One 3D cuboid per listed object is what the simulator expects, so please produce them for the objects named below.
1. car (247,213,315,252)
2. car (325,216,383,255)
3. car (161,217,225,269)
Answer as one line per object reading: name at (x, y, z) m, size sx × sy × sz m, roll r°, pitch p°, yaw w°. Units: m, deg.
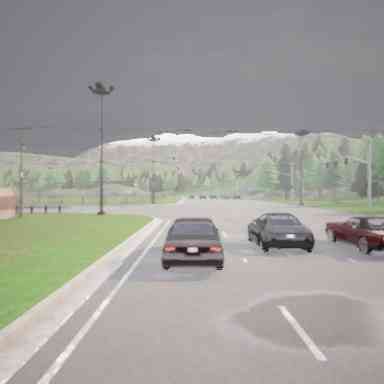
car at (3.564, 1.564, 13.981) m, size 1.994 × 1.385 × 4.181 m, roll 0°, pitch 0°, yaw 0°
car at (7.060, 1.601, 13.292) m, size 1.895 × 1.301 × 4.718 m, roll 0°, pitch 0°, yaw 0°
car at (0.046, 1.548, 11.129) m, size 2.033 × 1.411 × 5.357 m, roll 0°, pitch 0°, yaw 1°
